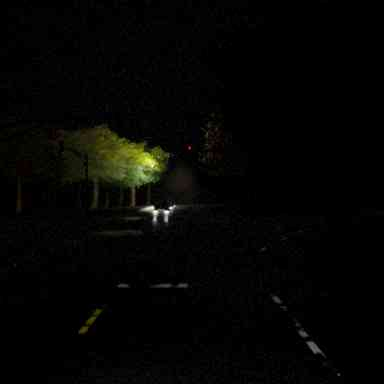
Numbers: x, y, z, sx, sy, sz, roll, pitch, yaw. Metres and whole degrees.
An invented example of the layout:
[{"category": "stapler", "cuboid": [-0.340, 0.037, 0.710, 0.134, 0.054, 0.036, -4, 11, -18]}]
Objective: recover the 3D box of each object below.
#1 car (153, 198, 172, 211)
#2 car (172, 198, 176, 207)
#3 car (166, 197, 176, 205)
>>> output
[{"category": "car", "cuboid": [-4.162, 1.770, 45.709, 1.837, 1.490, 4.892, 0, -1, -1]}, {"category": "car", "cuboid": [-4.452, 2.019, 61.237, 1.812, 1.442, 4.674, 0, -1, -1]}, {"category": "car", "cuboid": [-4.752, 2.157, 76.137, 2.097, 1.767, 4.553, 0, -1, -1]}]
